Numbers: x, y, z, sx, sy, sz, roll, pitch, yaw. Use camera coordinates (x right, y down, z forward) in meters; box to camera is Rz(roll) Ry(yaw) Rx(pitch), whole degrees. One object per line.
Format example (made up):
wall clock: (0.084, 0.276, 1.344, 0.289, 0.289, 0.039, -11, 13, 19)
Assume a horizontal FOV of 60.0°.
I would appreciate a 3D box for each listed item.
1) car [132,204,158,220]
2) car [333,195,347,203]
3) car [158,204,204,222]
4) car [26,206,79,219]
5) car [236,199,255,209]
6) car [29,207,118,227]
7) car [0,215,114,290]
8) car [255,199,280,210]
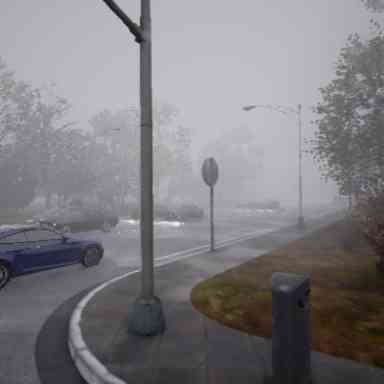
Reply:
car: (-3.618, 1.803, 30.939, 1.994, 1.385, 4.181, -1, 0, 32)
car: (34.574, 1.765, 78.196, 1.994, 1.385, 4.181, -1, 0, 32)
car: (-0.702, 1.764, 29.000, 1.994, 1.385, 4.181, -1, 0, 32)
car: (-8.826, 1.722, 22.682, 2.128, 1.511, 4.902, -1, 0, 32)
car: (8.497, 1.808, 50.004, 2.033, 1.411, 5.357, -1, 0, 33)
car: (-6.657, 1.791, 19.557, 1.895, 1.301, 4.718, -1, 0, 32)
car: (-4.660, 1.630, 9.415, 1.812, 1.442, 4.674, -1, 0, 32)
car: (11.107, 1.728, 47.594, 1.837, 1.490, 4.892, -1, -1, 33)
